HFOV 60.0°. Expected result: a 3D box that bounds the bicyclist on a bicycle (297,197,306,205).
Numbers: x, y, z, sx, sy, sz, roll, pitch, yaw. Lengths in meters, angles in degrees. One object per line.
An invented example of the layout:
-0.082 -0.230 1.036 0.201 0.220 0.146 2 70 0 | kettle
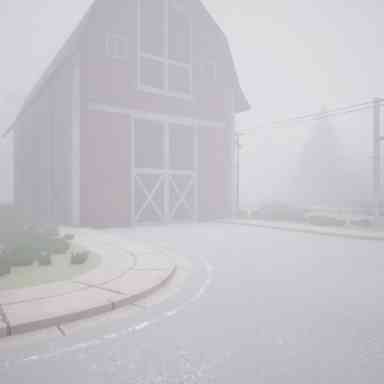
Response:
13.338 1.322 40.263 1.656 1.620 0.582 46 -25 -24 | bicyclist on a bicycle

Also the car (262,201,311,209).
9.249 1.574 33.197 2.033 1.411 5.357 0 0 -35 | car
